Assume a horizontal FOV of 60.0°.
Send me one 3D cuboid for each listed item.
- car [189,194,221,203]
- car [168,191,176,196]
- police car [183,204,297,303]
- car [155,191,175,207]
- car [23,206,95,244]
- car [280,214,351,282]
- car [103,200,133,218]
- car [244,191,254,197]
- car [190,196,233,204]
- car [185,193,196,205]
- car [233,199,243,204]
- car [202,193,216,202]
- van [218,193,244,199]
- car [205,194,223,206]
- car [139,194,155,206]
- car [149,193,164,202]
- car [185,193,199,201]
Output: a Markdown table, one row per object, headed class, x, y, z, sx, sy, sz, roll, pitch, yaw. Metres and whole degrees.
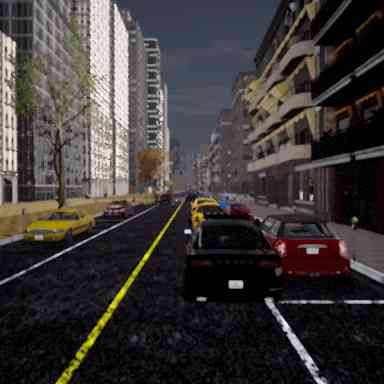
| class | x | y | z | sx | sy | sz | roll | pitch | yaw |
| --- | --- | --- | --- | --- | --- | --- | --- | --- | --- |
| car | 0.925 | 1.174 | 24.042 | 1.882 | 1.535 | 5.008 | 0 | 1 | 0 |
| car | -5.597 | 0.472 | 91.549 | 1.947 | 1.339 | 4.313 | 0 | 1 | 0 |
| police car | 0.817 | 1.319 | 8.177 | 1.930 | 1.638 | 5.238 | 0 | 1 | 2 |
| car | -3.011 | 1.004 | 40.181 | 1.837 | 1.490 | 4.892 | 0 | 0 | 1 |
| car | -5.675 | 1.335 | 14.744 | 1.752 | 1.417 | 4.829 | 0 | 1 | 0 |
| car | 2.700 | 1.319 | 9.371 | 1.967 | 1.590 | 4.097 | 0 | 1 | 0 |
| car | -5.663 | 1.253 | 25.980 | 1.802 | 1.307 | 4.206 | 0 | 1 | 0 |
| car | 13.502 | 0.455 | 73.022 | 4.403 | 1.369 | 2.008 | -1 | 2 | -1 |
| car | 0.920 | 1.223 | 18.232 | 1.801 | 1.575 | 5.366 | 0 | 1 | 0 |
| car | 0.083 | 0.904 | 46.048 | 1.882 | 1.535 | 5.008 | 0 | 0 | 0 |
| car | 2.711 | 1.322 | 20.438 | 1.802 | 1.307 | 4.206 | 0 | 1 | 0 |
| car | 2.745 | 0.888 | 53.631 | 2.008 | 1.369 | 4.403 | 0 | 1 | 0 |
| van | 2.717 | 1.013 | 25.967 | 1.690 | 1.788 | 3.998 | 0 | 1 | 0 |
| car | 2.734 | 1.020 | 42.566 | 2.008 | 1.369 | 4.403 | 0 | 1 | 0 |
| car | -5.646 | 0.995 | 42.405 | 1.752 | 1.417 | 4.829 | 0 | 1 | 0 |
| car | -5.635 | 0.880 | 53.640 | 1.887 | 1.381 | 4.507 | 0 | 1 | 0 |
| car | 0.093 | 0.872 | 59.161 | 1.895 | 1.301 | 4.718 | 0 | 1 | 8 |
